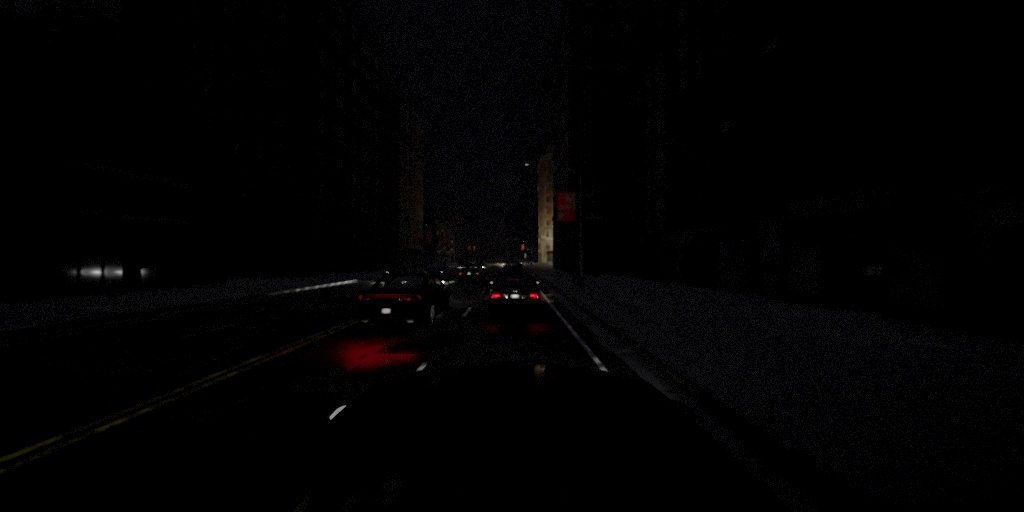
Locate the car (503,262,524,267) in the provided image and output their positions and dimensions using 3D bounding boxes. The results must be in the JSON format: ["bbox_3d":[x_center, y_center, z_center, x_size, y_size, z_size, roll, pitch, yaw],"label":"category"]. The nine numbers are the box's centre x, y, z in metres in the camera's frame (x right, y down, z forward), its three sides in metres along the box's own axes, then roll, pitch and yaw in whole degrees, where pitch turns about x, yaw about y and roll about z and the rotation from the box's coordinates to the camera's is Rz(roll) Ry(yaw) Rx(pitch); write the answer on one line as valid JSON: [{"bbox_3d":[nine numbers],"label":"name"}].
[{"bbox_3d":[0.112,1.296,35.206,1.882,1.535,5.008,0,0,0],"label":"car"}]

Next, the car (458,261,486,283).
[{"bbox_3d":[-3.143,1.353,28.839,2.033,1.411,5.357,0,0,0],"label":"car"}]

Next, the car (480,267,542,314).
[{"bbox_3d":[0.100,1.322,13.818,2.033,1.411,5.357,0,0,0],"label":"car"}]

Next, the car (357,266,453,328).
[{"bbox_3d":[-3.159,1.248,11.506,1.882,1.535,5.008,0,0,0],"label":"car"}]

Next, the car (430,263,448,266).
[{"bbox_3d":[-6.586,1.338,32.044,1.812,1.442,4.674,0,0,0],"label":"car"}]

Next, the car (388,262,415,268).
[{"bbox_3d":[-9.835,1.318,32.360,1.837,1.490,4.892,0,0,0],"label":"car"}]
